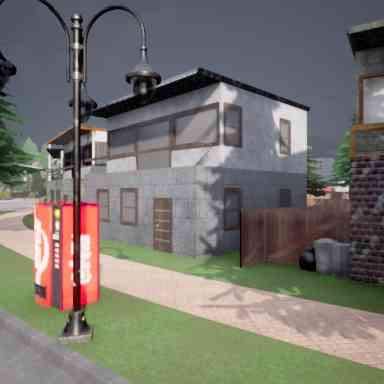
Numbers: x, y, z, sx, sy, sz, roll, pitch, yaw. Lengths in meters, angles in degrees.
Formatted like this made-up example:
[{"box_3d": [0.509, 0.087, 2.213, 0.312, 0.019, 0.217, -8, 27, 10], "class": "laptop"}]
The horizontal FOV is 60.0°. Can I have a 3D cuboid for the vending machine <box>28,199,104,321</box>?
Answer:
[{"box_3d": [-2.452, 1.195, 6.491, 0.880, 2.100, 1.100, 0, 0, 42], "class": "vending machine"}]
